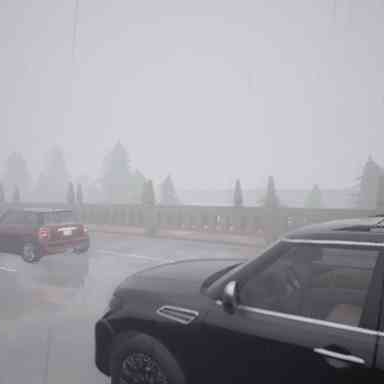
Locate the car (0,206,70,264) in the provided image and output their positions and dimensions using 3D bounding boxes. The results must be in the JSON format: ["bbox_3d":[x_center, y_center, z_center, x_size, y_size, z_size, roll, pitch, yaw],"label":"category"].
[{"bbox_3d":[-5.874,1.355,12.034,4.553,1.767,2.097,0,0,32],"label":"car"}]

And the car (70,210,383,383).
[{"bbox_3d":[1.597,1.222,2.851,5.566,2.045,2.150,0,0,35],"label":"car"}]
